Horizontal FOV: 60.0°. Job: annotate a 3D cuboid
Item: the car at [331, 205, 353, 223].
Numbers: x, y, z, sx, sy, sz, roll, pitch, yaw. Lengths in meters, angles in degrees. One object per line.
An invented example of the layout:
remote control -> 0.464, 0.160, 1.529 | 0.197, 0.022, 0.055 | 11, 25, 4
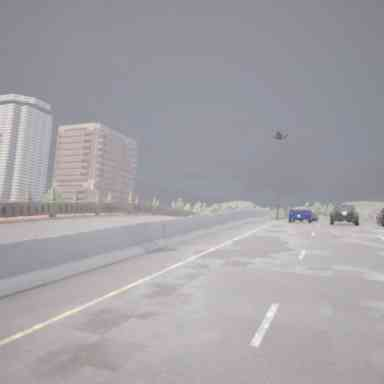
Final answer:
car -> 16.803, 2.539, 37.430 | 2.097, 1.767, 4.553 | 0, -5, 23

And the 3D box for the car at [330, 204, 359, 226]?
car -> 12.852, 1.844, 28.175 | 2.097, 1.767, 4.553 | 0, -3, 23

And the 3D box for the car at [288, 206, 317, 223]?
car -> 10.071, 2.019, 30.575 | 1.882, 1.535, 5.008 | 0, -3, 23

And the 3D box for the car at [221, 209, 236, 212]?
car -> 5.341, 3.049, 46.494 | 1.882, 1.535, 5.008 | 0, -6, 23

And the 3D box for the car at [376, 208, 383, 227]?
car -> 15.848, 1.973, 26.279 | 1.837, 1.490, 4.892 | 0, -3, 23

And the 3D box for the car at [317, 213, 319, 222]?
car -> 14.109, 2.874, 40.089 | 1.994, 1.385, 4.181 | 0, -6, 25
